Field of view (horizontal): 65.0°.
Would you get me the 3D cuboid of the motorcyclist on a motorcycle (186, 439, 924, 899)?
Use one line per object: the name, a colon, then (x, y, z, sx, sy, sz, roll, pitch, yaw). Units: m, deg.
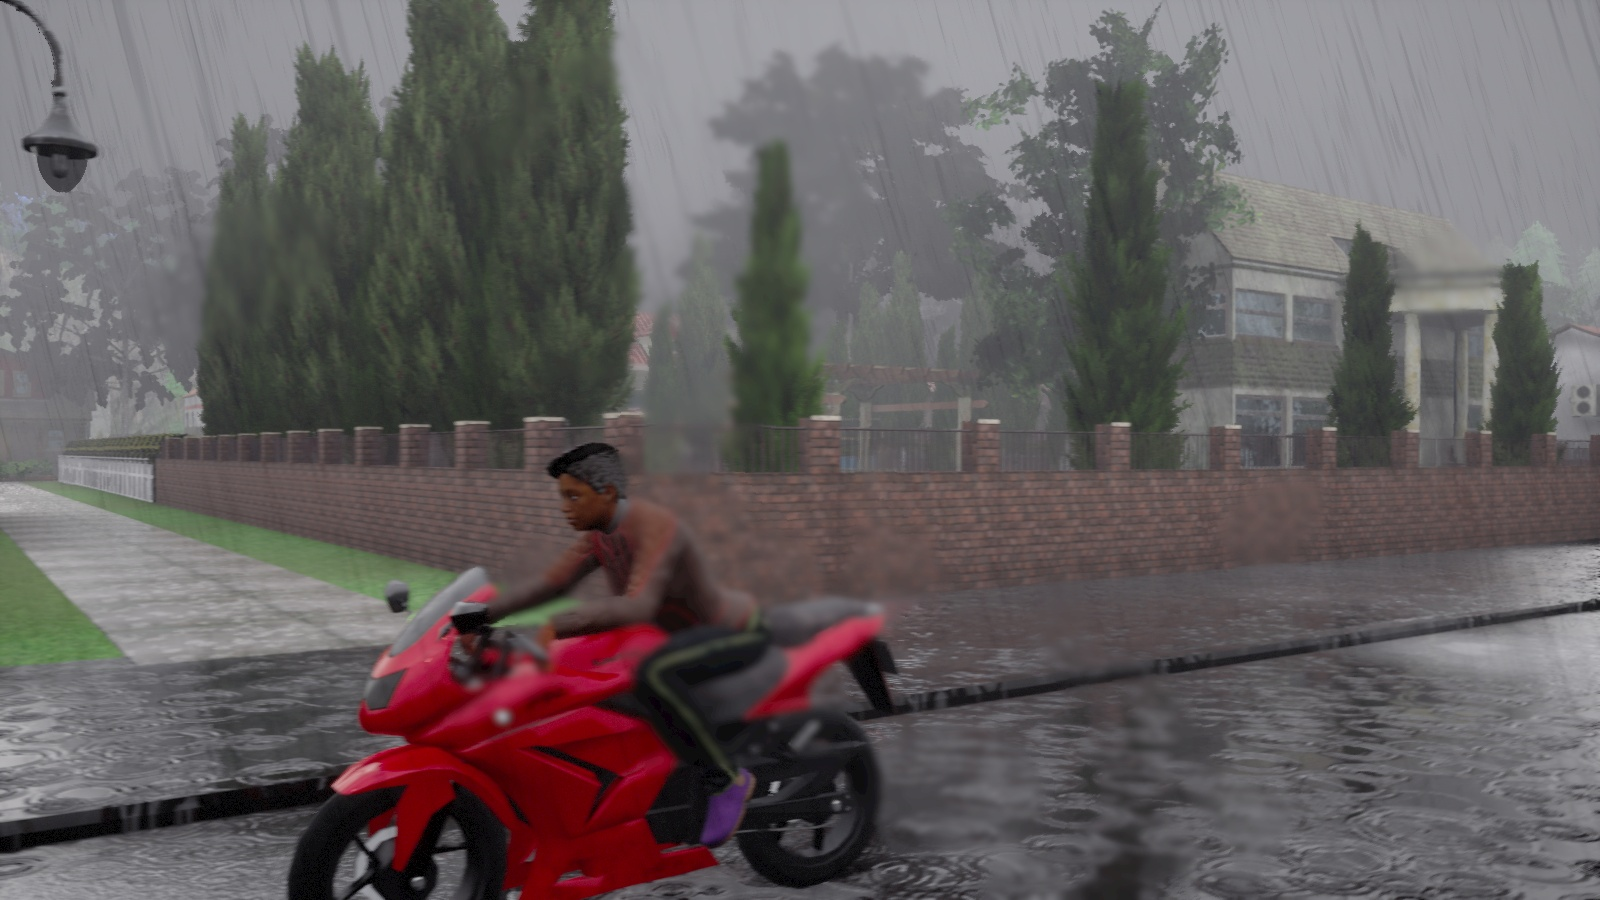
motorcyclist on a motorcycle: (-0.666, 0.738, 3.805, 2.044, 1.523, 0.797, 0, 0, -35)
